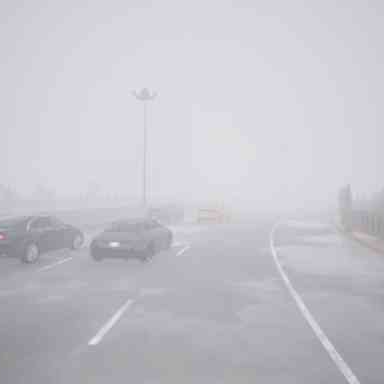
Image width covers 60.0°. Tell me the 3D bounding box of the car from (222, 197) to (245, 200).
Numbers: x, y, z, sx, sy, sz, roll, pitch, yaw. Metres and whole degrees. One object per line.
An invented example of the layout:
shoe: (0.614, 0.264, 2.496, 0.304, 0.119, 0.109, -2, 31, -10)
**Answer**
car: (7.953, 1.680, 59.833, 2.097, 1.767, 4.553, 0, 0, 39)

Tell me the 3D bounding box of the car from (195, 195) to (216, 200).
car: (2.769, 1.562, 64.587, 2.150, 2.045, 5.566, 0, 0, 38)

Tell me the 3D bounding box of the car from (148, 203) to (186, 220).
car: (-1.992, 1.643, 26.896, 1.837, 1.490, 4.892, 0, 0, 19)

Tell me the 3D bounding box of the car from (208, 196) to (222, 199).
car: (5.324, 1.898, 62.188, 1.994, 1.385, 4.181, 0, 0, 38)

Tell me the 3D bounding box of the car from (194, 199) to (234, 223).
car: (1.917, 1.625, 27.453, 1.882, 1.535, 5.008, 0, 0, 20)

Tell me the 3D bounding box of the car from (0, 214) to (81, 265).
car: (-5.703, 1.551, 12.007, 1.837, 1.490, 4.892, 0, -2, 9)

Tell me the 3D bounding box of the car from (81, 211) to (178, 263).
car: (-2.069, 1.624, 12.406, 1.994, 1.385, 4.181, 0, 0, 10)
